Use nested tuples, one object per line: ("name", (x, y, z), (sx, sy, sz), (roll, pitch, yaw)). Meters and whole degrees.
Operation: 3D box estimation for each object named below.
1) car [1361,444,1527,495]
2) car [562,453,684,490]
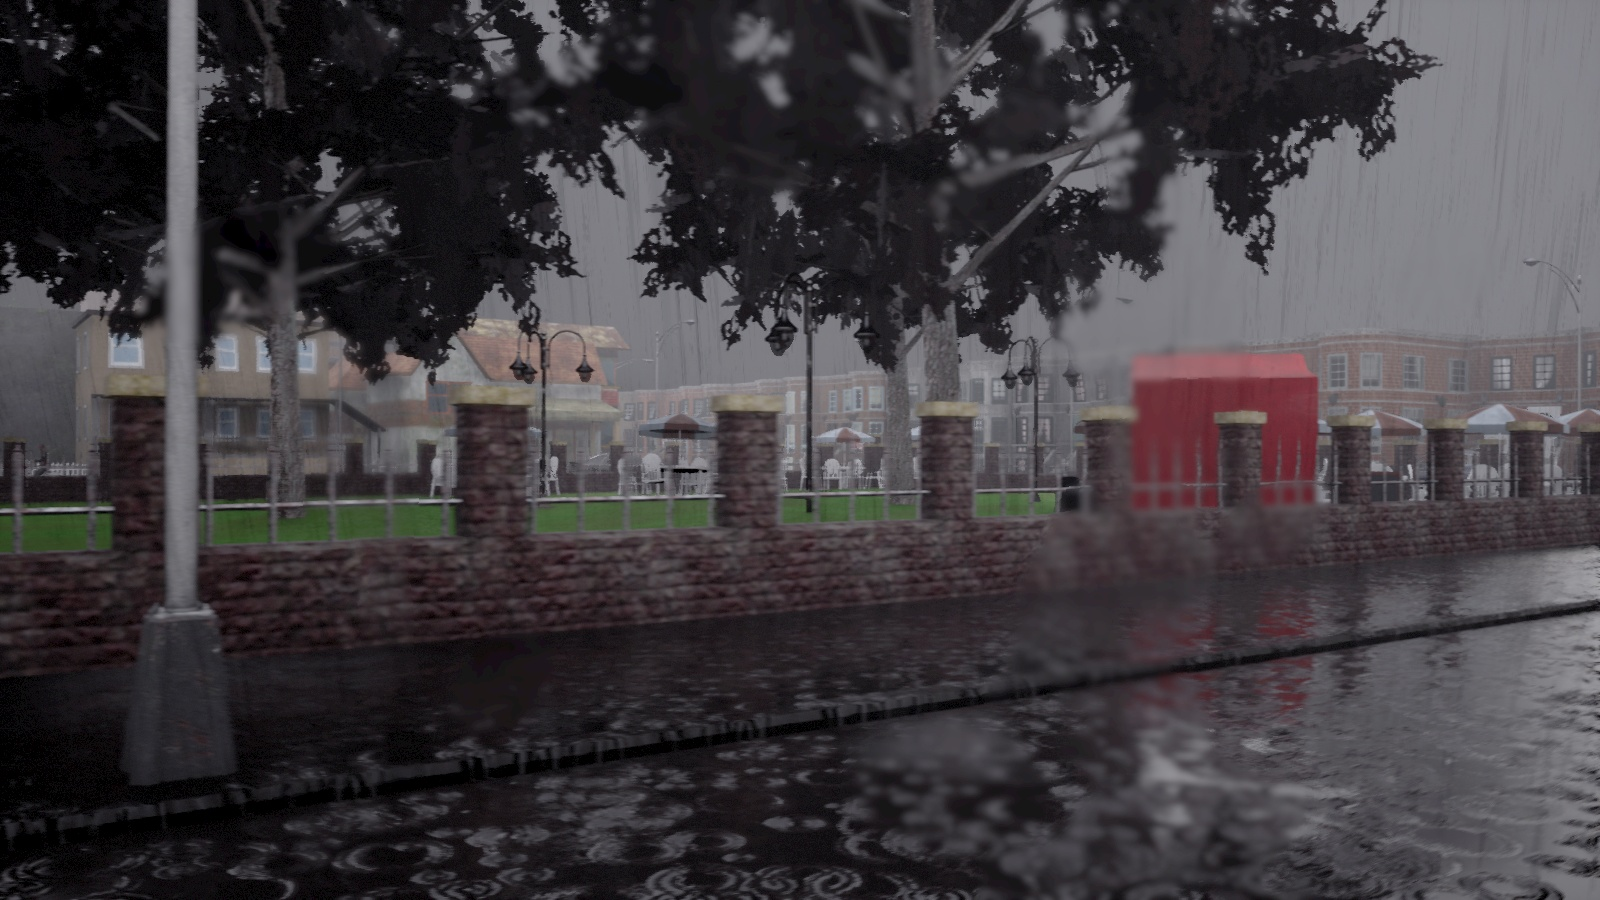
("car", (22.320, 0.649, 43.672), (2.242, 1.667, 4.611), (0, 0, -35))
("car", (-7.589, 0.898, 54.105), (4.892, 1.490, 1.837), (0, 0, -35))
